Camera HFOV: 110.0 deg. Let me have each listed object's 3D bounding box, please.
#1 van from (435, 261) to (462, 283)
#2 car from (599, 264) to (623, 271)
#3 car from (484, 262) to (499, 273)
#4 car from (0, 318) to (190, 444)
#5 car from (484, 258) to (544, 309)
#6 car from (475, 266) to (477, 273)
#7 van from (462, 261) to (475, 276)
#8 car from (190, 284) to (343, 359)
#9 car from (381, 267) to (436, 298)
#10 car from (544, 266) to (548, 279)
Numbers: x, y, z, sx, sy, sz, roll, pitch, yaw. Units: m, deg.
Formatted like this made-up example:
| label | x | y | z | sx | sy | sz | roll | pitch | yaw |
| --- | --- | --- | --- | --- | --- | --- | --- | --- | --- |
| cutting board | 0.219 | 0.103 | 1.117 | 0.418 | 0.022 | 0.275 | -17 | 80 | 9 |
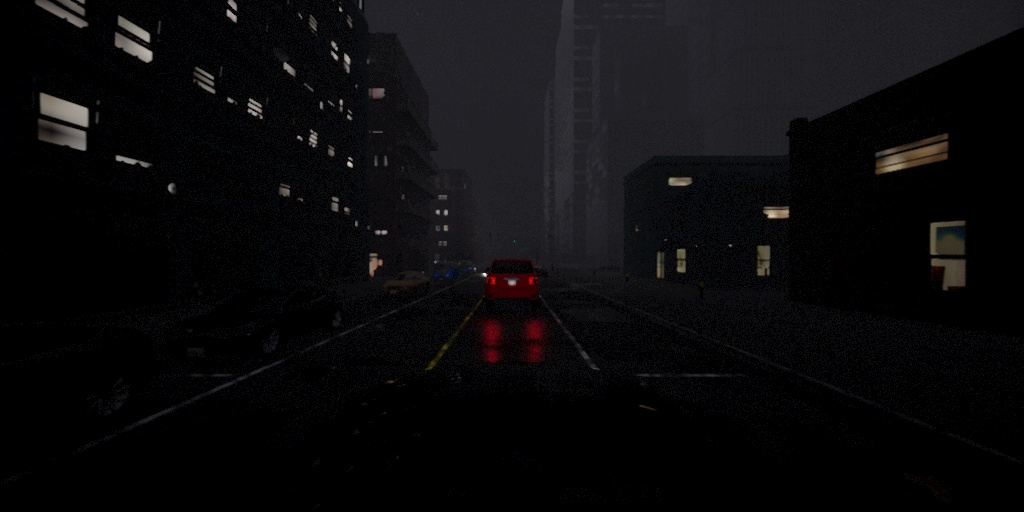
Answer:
| label | x | y | z | sx | sy | sz | roll | pitch | yaw |
| --- | --- | --- | --- | --- | --- | --- | --- | --- | --- |
| van | -5.684 | 1.354 | 30.956 | 1.690 | 1.789 | 3.998 | 0 | 0 | 0 |
| car | 16.729 | 1.958 | 59.904 | 4.403 | 1.370 | 2.007 | 0 | 0 | 1 |
| car | -2.992 | 1.671 | 52.119 | 1.882 | 1.535 | 5.008 | 0 | -1 | 0 |
| car | -5.691 | 1.328 | 3.053 | 1.948 | 1.339 | 4.313 | 0 | 0 | 0 |
| car | 0.004 | 1.097 | 15.879 | 2.150 | 2.045 | 5.566 | 0 | 0 | 0 |
| car | -5.680 | 1.706 | 47.698 | 2.007 | 1.370 | 4.403 | 0 | 0 | 0 |
| van | -5.681 | 1.449 | 42.119 | 1.690 | 1.789 | 3.998 | 0 | 0 | 0 |
| car | -5.690 | 1.380 | 8.634 | 1.948 | 1.339 | 4.313 | 0 | 0 | 0 |
| car | -5.687 | 1.441 | 19.626 | 1.751 | 1.417 | 4.829 | 0 | 0 | 0 |
| car | 2.699 | 1.606 | 36.571 | 1.888 | 1.381 | 4.507 | 0 | 0 | 0 |
